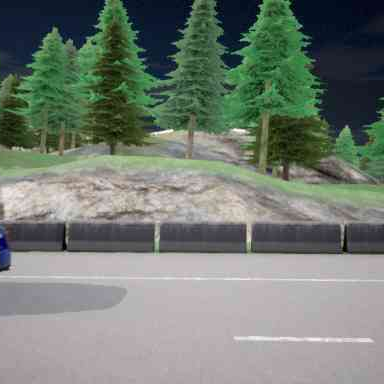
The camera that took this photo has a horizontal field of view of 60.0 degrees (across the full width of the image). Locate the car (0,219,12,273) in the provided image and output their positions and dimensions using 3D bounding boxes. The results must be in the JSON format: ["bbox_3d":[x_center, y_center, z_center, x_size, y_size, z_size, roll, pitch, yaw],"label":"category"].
[{"bbox_3d":[-6.945,1.217,7.238,5.566,2.045,2.150,0,0,2],"label":"car"}]
